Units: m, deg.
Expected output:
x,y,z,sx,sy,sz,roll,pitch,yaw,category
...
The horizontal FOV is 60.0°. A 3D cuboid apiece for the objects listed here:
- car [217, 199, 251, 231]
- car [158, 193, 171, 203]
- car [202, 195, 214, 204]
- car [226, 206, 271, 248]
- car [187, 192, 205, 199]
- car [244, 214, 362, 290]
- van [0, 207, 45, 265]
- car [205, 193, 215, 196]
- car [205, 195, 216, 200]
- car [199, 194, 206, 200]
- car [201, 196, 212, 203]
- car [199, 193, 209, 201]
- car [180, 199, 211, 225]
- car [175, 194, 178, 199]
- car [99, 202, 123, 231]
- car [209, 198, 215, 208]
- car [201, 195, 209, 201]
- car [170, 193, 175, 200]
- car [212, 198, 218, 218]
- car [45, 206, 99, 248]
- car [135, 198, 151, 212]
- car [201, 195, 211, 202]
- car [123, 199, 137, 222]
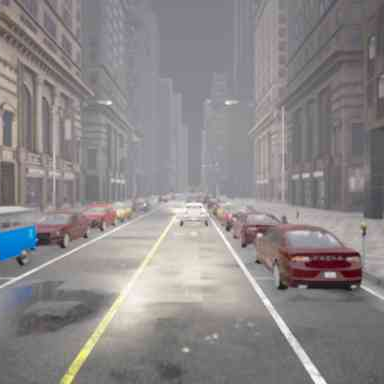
x,y,z,sx,sy,sz,roll,pitch,yaw,category
2.795,1.397,20.103,1.967,1.590,4.097,0,0,0,car
-5.653,1.410,64.927,1.887,1.381,4.507,0,0,0,car
2.862,1.316,59.316,1.967,1.590,4.097,0,0,0,car
2.786,1.513,14.502,1.887,1.381,4.507,0,0,0,car
0.170,1.267,40.197,2.097,1.767,4.553,0,0,0,car
2.776,1.525,8.900,1.887,1.381,4.507,0,0,0,car
-5.750,1.322,8.905,1.690,1.788,3.998,0,0,0,van
2.852,1.202,53.714,2.192,1.841,5.009,0,0,0,car
2.834,1.454,42.511,1.887,1.381,4.507,0,0,0,car
2.920,1.376,92.926,1.947,1.339,4.313,0,0,0,car
2.872,1.431,64.918,1.947,1.339,4.313,0,0,0,car
2.900,1.147,81.723,2.192,1.841,5.009,0,0,0,car
0.143,1.476,23.289,1.812,1.442,4.674,0,0,0,car
-5.616,1.137,87.336,2.192,1.841,5.009,0,0,0,car
-5.730,1.502,20.109,1.887,1.381,4.507,0,0,0,car
2.815,1.515,31.307,1.802,1.307,4.206,0,0,0,car
2.891,1.368,76.291,1.752,1.417,4.829,0,0,0,car
-5.634,1.394,76.131,2.008,1.369,4.403,0,0,0,car
2.805,1.470,25.875,1.752,1.417,4.829,0,0,0,car
-5.739,1.514,14.508,1.887,1.381,4.507,0,0,0,car
-5.702,1.362,36.916,1.967,1.590,4.097,0,0,0,car
2.882,1.405,70.520,2.008,1.369,4.403,0,0,0,car
-5.721,1.471,25.542,1.752,1.417,4.829,0,0,0,car
